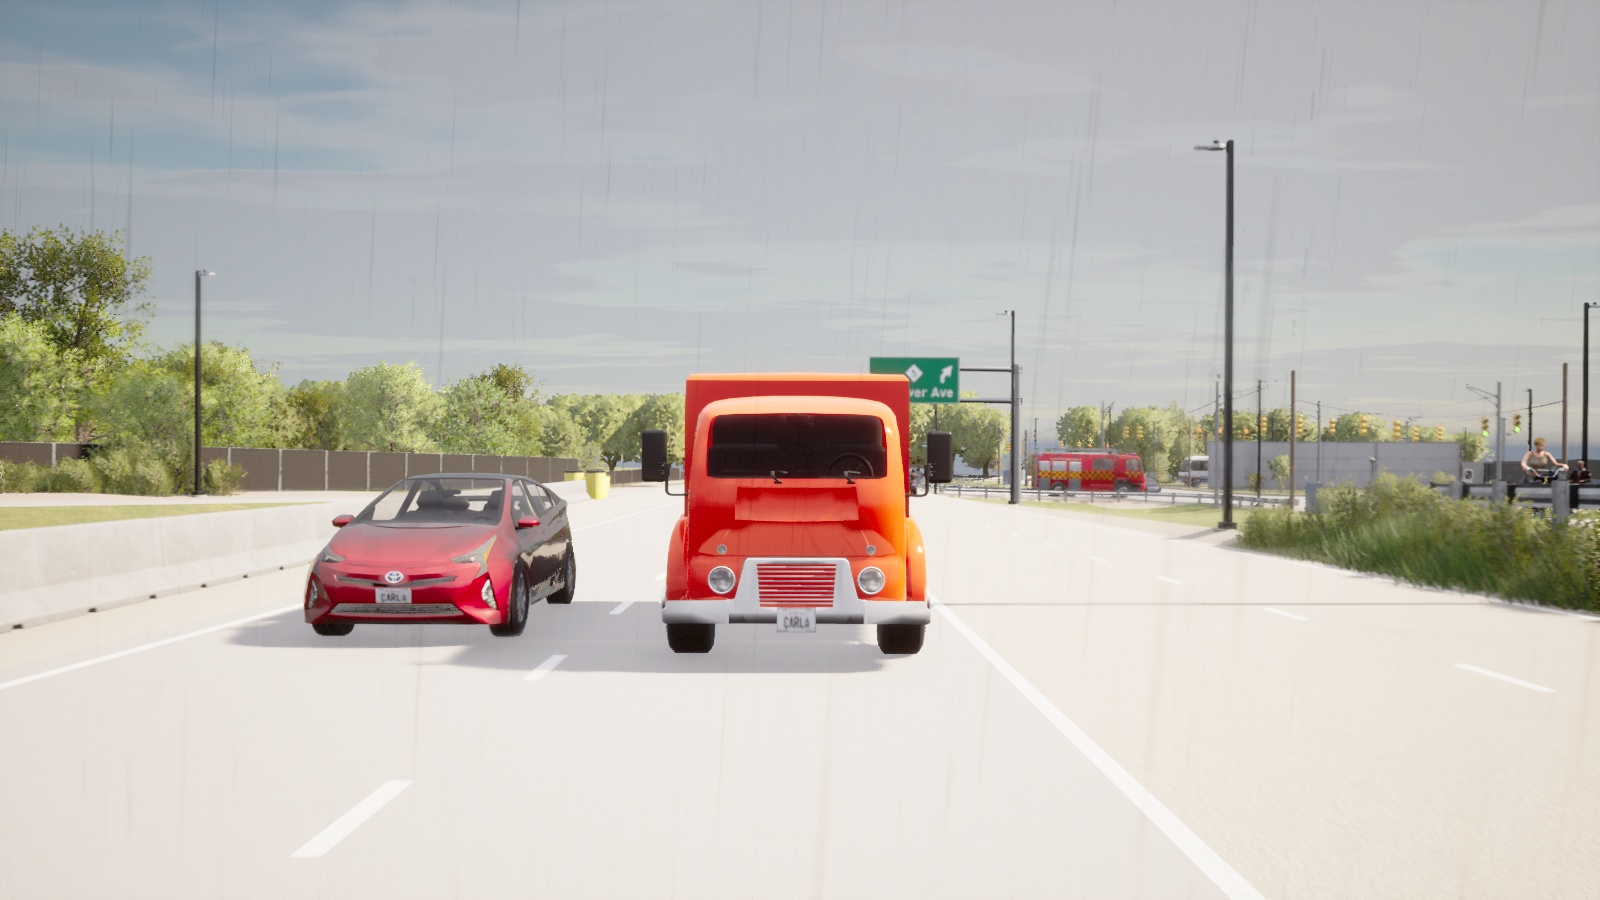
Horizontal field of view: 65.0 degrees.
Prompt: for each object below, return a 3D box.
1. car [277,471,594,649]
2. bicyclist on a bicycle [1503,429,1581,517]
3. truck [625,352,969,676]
[{"bbox_3d":[-3.531,0.992,13.142,2.007,1.525,4.514,0,-1,0],"label":"car"},{"bbox_3d":[14.048,0.443,23.814,0.866,1.612,1.509,1,-2,13],"label":"bicyclist on a bicycle"},{"bbox_3d":[-0.030,0.530,12.218,2.627,2.467,5.204,0,-1,0],"label":"truck"}]
